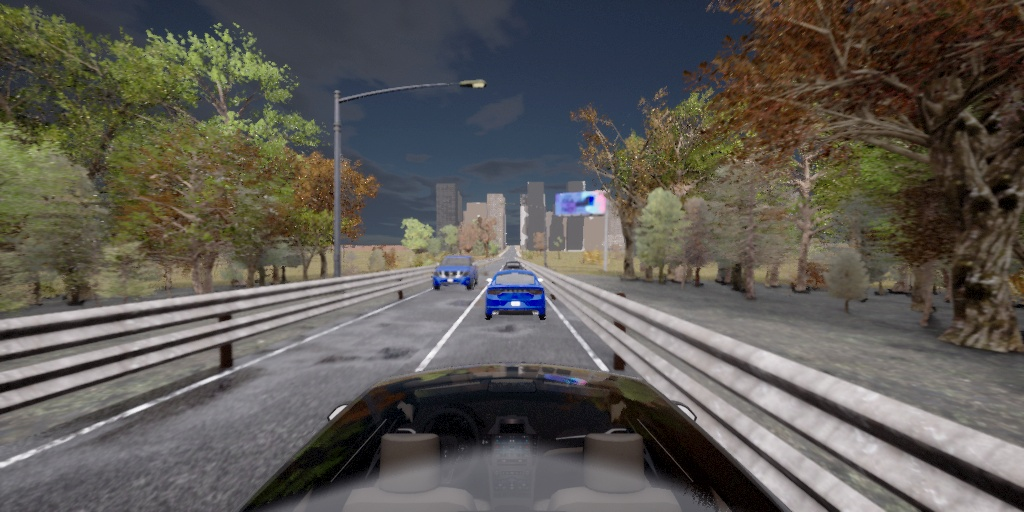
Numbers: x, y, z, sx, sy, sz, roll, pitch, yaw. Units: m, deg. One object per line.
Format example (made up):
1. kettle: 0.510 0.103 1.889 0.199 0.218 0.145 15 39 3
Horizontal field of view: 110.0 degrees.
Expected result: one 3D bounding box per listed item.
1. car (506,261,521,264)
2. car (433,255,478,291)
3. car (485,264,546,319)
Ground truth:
1. car: 0.098 1.245 33.253 1.837 1.490 4.892 0 0 0
2. car: -3.344 0.966 22.210 2.150 2.045 5.566 0 0 0
3. car: 0.105 1.224 12.806 1.882 1.535 5.008 0 0 0
